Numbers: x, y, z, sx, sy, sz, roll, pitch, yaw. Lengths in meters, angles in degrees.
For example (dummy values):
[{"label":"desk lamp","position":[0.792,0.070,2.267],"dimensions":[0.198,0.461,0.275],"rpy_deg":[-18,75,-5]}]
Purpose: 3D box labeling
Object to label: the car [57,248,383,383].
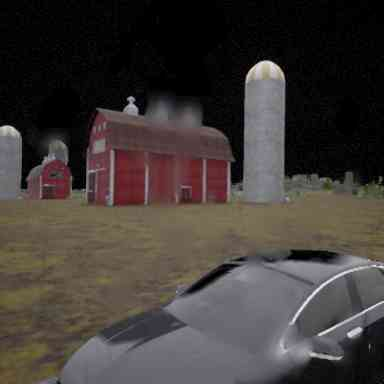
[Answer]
[{"label":"car","position":[1.036,1.509,3.809],"dimensions":[4.892,1.490,1.837],"rpy_deg":[-1,0,-36]}]
